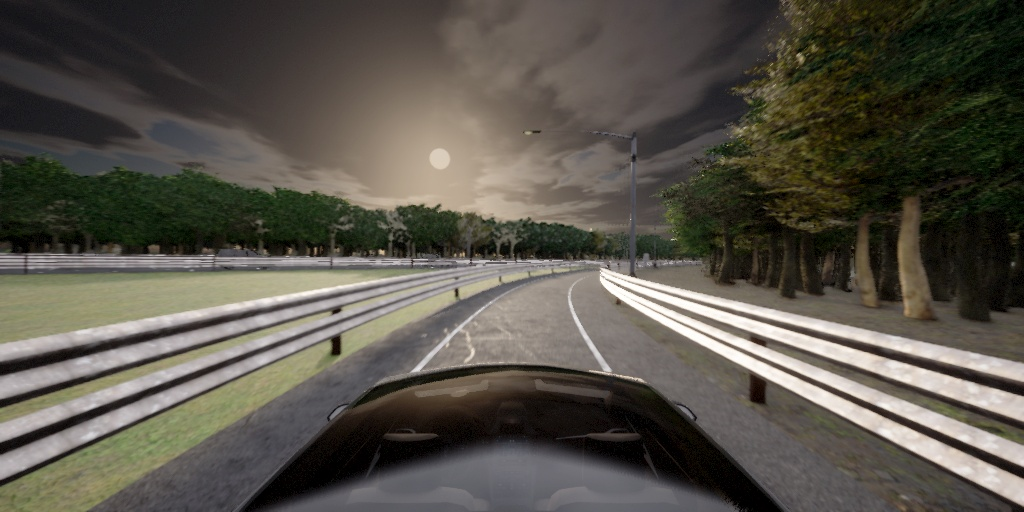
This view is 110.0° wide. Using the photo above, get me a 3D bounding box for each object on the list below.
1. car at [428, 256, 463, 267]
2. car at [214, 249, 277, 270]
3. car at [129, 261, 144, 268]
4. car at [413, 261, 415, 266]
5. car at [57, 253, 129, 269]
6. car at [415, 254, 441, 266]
[{"bbox_3d":[-10.529,1.097,58.742,2.033,1.411,5.357,1,0,43],"label":"car"},{"bbox_3d":[-28.865,0.347,38.981,2.150,2.045,5.566,1,0,43],"label":"car"},{"bbox_3d":[-40.786,0.455,36.430,1.895,1.301,4.718,1,0,43],"label":"car"},{"bbox_3d":[-15.687,1.043,63.465,1.994,1.385,4.181,1,-1,43],"label":"car"},{"bbox_3d":[-38.921,0.414,33.295,1.994,1.385,4.181,1,0,43],"label":"car"},{"bbox_3d":[-13.092,0.755,61.120,2.150,2.045,5.566,1,0,43],"label":"car"}]
